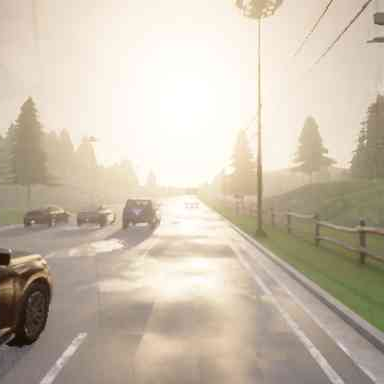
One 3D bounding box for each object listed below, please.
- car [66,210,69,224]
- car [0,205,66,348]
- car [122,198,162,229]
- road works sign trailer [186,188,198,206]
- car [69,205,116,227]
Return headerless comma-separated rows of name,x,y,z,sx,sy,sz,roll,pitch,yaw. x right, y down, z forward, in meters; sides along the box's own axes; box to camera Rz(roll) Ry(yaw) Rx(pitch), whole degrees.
car,-10.419,1.700,24.207,1.837,1.490,4.892,0,0,0
car,-3.413,1.251,3.272,2.150,2.045,5.566,0,0,0
car,-3.419,1.404,23.365,2.150,2.045,5.566,0,0,0
road works sign trailer,-0.054,0.953,64.135,2.380,3.560,2.880,0,0,0
car,-6.920,1.685,24.447,2.128,1.511,4.902,0,0,0
